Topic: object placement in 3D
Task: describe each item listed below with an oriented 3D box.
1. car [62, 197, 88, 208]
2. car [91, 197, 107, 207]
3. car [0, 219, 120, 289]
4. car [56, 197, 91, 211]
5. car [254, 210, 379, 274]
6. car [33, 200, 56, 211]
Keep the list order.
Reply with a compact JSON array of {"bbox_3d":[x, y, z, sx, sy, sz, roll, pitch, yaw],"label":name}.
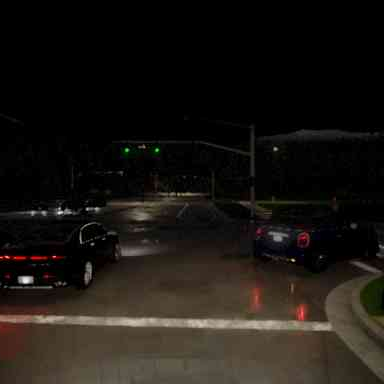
[{"bbox_3d":[-17.811,1.524,50.728,2.128,1.511,4.902,0,0,1],"label":"car"},{"bbox_3d":[-14.326,1.538,50.453,1.837,1.490,4.892,0,0,1],"label":"car"},{"bbox_3d":[-3.302,1.512,9.112,1.837,1.490,4.892,0,0,1],"label":"car"},{"bbox_3d":[-14.519,1.531,41.078,1.837,1.490,4.892,0,0,1],"label":"car"},{"bbox_3d":[4.149,1.360,10.886,4.553,1.767,2.097,0,1,-38],"label":"car"},{"bbox_3d":[-18.010,1.627,41.647,1.895,1.301,4.718,0,0,1],"label":"car"}]
